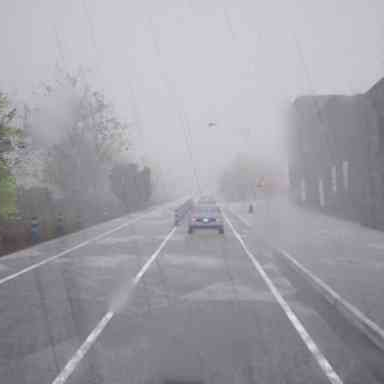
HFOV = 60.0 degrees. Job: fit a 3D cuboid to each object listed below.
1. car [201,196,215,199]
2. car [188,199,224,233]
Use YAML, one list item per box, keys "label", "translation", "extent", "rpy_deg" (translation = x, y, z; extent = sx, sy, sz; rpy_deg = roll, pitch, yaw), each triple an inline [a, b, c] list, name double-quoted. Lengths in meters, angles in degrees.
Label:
- label: "car"
  translation: [1.781, 1.155, 37.263]
  extent: [2.033, 1.411, 5.357]
  rpy_deg: [0, 1, 8]
- label: "car"
  translation: [0.758, 1.368, 18.405]
  extent: [2.033, 1.411, 5.357]
  rpy_deg: [0, 1, 2]
